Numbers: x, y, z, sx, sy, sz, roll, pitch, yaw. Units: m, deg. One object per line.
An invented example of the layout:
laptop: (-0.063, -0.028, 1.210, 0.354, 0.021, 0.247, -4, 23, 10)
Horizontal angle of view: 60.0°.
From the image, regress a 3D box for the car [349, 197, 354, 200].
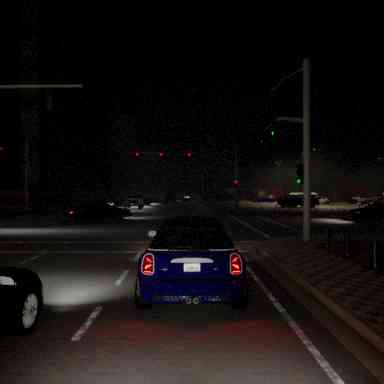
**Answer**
car: (35.890, 1.419, 69.798, 3.905, 1.438, 1.784, 0, 0, 0)

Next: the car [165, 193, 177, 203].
car: (-4.604, 1.215, 72.108, 2.150, 2.045, 5.566, 0, 0, -1)

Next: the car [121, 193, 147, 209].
car: (-7.913, 1.221, 45.803, 2.150, 2.045, 5.566, 0, 0, -3)

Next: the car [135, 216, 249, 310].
car: (-0.023, 1.352, 8.003, 2.097, 1.767, 4.553, 0, 0, -1)

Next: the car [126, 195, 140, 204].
car: (-11.563, 1.478, 65.548, 1.882, 1.535, 5.008, 0, 0, 0)

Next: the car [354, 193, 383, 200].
car: (35.838, 1.209, 66.902, 4.605, 1.855, 1.932, 0, 0, 0)

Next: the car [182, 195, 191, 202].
car: (-1.108, 1.595, 72.469, 1.895, 1.301, 4.718, 0, 0, -1)

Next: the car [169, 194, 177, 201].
car: (-4.719, 1.362, 82.499, 1.837, 1.490, 4.892, 0, 0, -1)

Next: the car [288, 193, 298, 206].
car: (20.798, 1.209, 61.291, 4.605, 1.855, 1.932, 0, 0, 0)

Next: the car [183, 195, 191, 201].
car: (-1.219, 1.386, 82.537, 1.812, 1.442, 4.674, 0, 0, -1)

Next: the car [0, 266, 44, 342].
car: (-3.489, 1.505, 3.839, 1.837, 1.490, 4.892, 0, 0, 0)

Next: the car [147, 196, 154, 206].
car: (-8.005, 1.601, 55.830, 1.895, 1.301, 4.718, 0, 0, 0)

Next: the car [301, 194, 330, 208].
car: (20.870, 1.451, 55.713, 3.806, 1.475, 1.970, 0, 0, 0)

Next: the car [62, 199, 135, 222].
car: (-7.685, 1.572, 27.134, 5.357, 1.411, 2.033, 0, 0, -41)

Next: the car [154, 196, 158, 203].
car: (-8.067, 1.492, 68.385, 2.128, 1.511, 4.902, 0, 0, 0)

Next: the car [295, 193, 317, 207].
car: (20.860, 1.419, 58.608, 3.905, 1.438, 1.784, 0, 0, 0)

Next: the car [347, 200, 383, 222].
car: (15.017, 1.581, 26.717, 4.674, 1.442, 1.812, 0, 0, -1)
